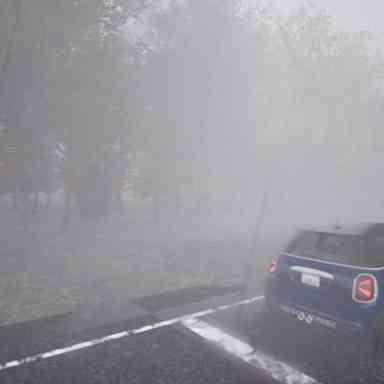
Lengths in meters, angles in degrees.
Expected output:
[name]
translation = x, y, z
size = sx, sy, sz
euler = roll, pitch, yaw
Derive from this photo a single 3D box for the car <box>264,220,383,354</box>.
[car]
translation = 3.517, 1.347, 6.255
size = 4.553, 1.767, 2.097
euler = 0, 0, -36
